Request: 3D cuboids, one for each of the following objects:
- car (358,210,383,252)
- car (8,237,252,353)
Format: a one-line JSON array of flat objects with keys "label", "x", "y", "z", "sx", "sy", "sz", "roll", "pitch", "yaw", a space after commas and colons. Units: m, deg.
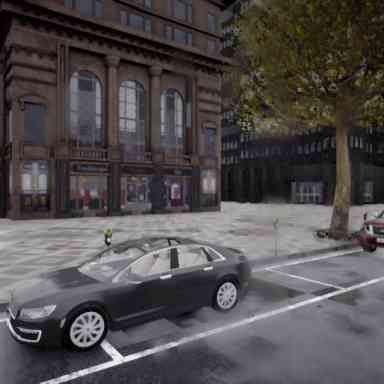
[{"label": "car", "x": 8.403, "y": 1.314, "z": 12.647, "sx": 5.009, "sy": 1.841, "sz": 2.192, "roll": 0, "pitch": 0, "yaw": -36}, {"label": "car", "x": -0.839, "y": 1.550, "z": 6.051, "sx": 4.403, "sy": 1.369, "sz": 2.008, "roll": 0, "pitch": 0, "yaw": -36}]
